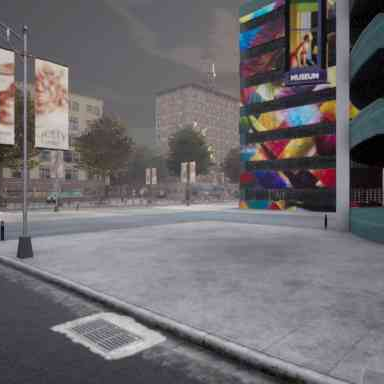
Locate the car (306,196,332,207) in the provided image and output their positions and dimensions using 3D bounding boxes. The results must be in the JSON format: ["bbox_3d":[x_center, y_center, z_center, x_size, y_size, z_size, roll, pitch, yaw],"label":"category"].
[{"bbox_3d":[19.561,1.413,51.051,2.161,1.482,4.786,0,0,43],"label":"car"}]

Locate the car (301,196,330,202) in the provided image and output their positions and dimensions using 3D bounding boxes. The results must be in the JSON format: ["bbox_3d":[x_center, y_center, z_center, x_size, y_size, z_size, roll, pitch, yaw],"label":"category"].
[{"bbox_3d":[14.246,1.320,39.325,2.002,1.452,4.674,0,0,43],"label":"car"}]
